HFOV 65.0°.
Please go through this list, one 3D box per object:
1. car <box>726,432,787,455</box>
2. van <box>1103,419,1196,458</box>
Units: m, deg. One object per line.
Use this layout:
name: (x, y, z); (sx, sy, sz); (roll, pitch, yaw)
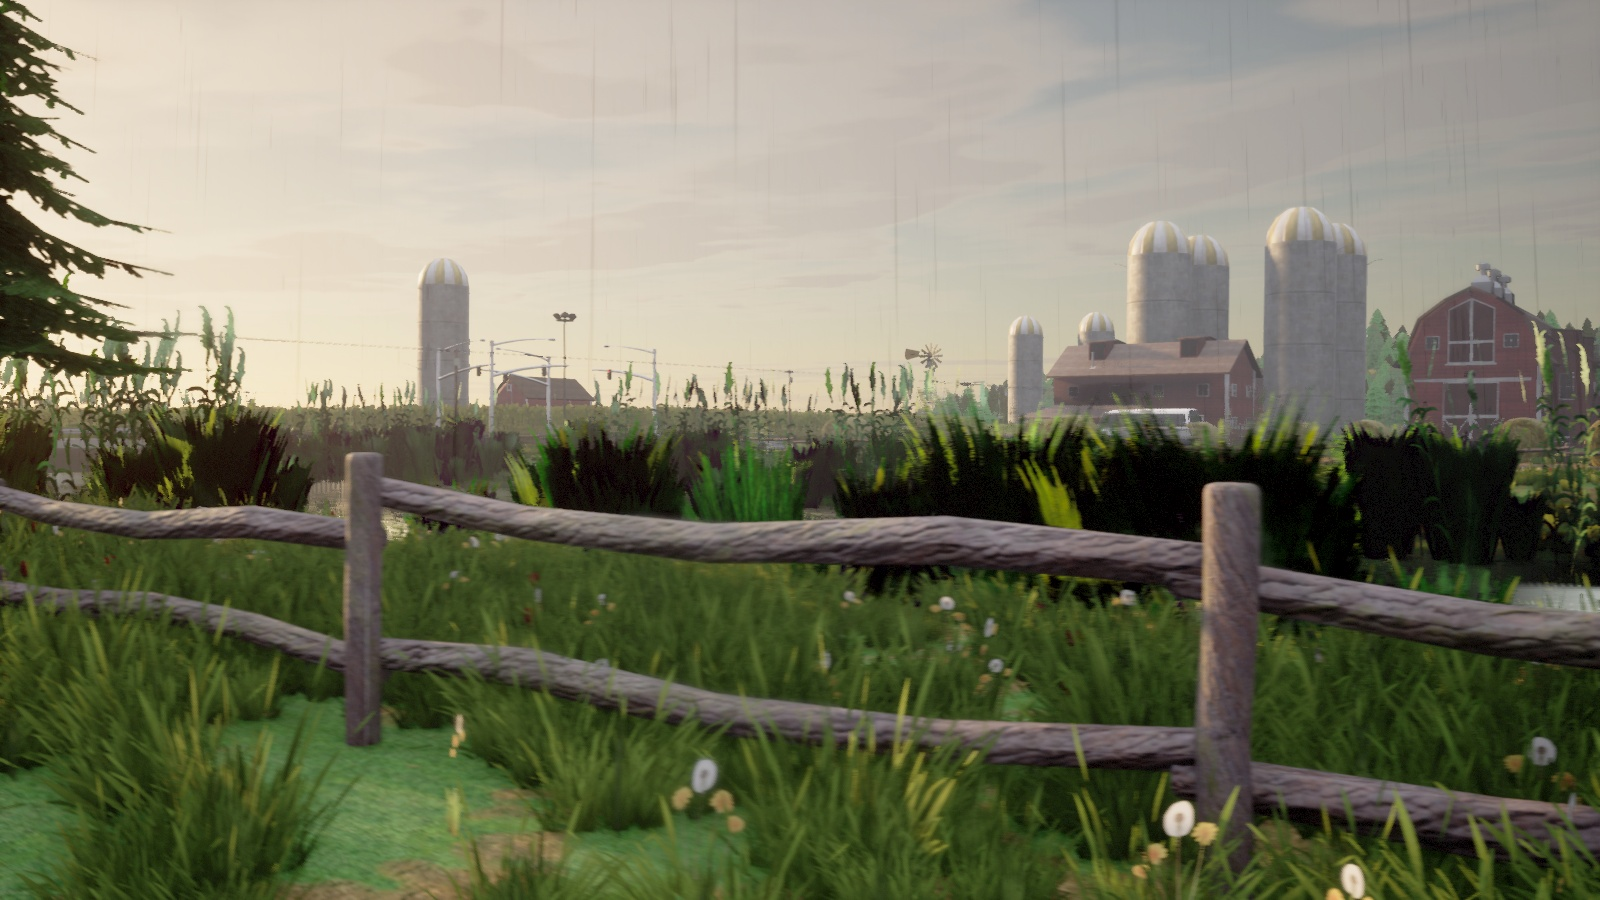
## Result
car: (-2.960, -0.459, 85.078); (3.806, 1.475, 1.970); (0, 1, 41)
van: (18.473, -0.612, 66.467); (4.442, 1.987, 1.775); (0, 1, 41)
